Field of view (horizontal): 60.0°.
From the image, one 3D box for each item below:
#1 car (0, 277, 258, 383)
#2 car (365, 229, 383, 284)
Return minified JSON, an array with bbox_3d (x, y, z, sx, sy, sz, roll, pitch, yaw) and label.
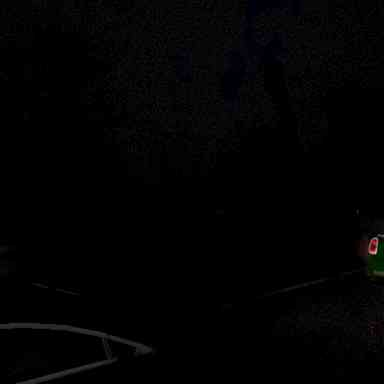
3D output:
[{"bbox_3d":[-1.588,1.492,2.592,4.902,1.511,2.128,-1,0,-36],"label":"car"},{"bbox_3d":[6.318,1.293,8.203,4.553,1.767,2.097,0,0,-35],"label":"car"}]
